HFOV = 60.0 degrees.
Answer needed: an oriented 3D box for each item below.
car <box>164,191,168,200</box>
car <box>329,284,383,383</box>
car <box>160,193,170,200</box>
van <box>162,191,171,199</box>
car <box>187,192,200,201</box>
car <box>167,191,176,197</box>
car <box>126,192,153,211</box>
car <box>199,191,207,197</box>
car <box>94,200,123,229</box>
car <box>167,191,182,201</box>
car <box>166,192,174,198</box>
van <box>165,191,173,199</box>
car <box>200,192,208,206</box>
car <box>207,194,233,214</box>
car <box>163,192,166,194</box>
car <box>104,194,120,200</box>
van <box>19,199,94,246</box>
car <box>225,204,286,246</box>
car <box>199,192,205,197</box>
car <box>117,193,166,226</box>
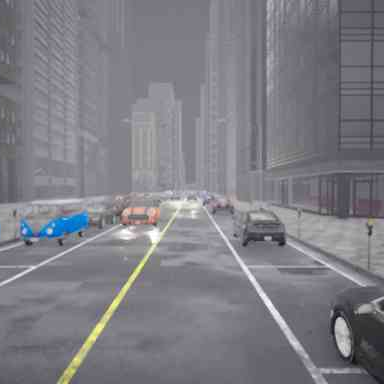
[{"bbox_3d":[-5.756,1.006,65.037,2.008,1.369,4.403,0,0,0],"label":"car"},{"bbox_3d":[2.761,1.523,2.997,2.008,1.369,4.403,0,1,0],"label":"car"},{"bbox_3d":[-5.755,0.936,70.508,1.752,1.417,4.829,0,0,0],"label":"car"},{"bbox_3d":[-5.755,0.703,76.316,1.690,1.788,3.998,0,0,0],"label":"van"},{"bbox_3d":[0.009,1.075,62.787,1.895,1.301,4.718,0,0,0],"label":"car"},{"bbox_3d":[-5.753,0.538,93.239,2.192,1.841,5.009,0,0,0],"label":"car"},{"bbox_3d":[-5.761,1.002,36.832,2.192,1.841,5.009,0,0,0],"label":"car"},{"bbox_3d":[2.768,1.047,59.400,1.887,1.381,4.507,0,0,0],"label":"car"},{"bbox_3d":[-5.762,1.378,19.913,2.008,1.369,4.403,0,0,0],"label":"car"},{"bbox_3d":[-3.023,0.981,62.320,1.837,1.490,4.892,0,1,1],"label":"car"},{"bbox_3d":[-5.753,0.709,87.598,1.967,1.590,4.097,0,0,0],"label":"car"},{"bbox_3d":[-5.754,0.657,81.957,1.690,1.788,3.998,0,0,0],"label":"van"},{"bbox_3d":[2.358,1.147,44.864,1.812,1.442,4.674,0,0,0],"label":"car"},{"bbox_3d":[2.764,1.174,31.197,1.967,1.590,4.097,0,0,0],"label":"car"},{"bbox_3d":[-5.757,1.114,53.756,1.947,1.339,4.313,0,0,0],"label":"car"},{"bbox_3d":[-5.762,1.095,25.551,2.192,1.841,5.009,0,0,0],"label":"car"},{"bbox_3d":[-5.764,1.216,14.271,1.690,1.788,3.998,0,0,0],"label":"van"},{"bbox_3d":[2.762,1.426,14.278,2.008,1.369,4.403,0,0,0],"label":"car"},{"bbox_3d":[2.773,0.805,93.243,1.802,1.307,4.206,0,0,0],"label":"car"},{"bbox_3d":[-3.095,1.167,21.361,2.097,1.767,4.553,0,0,0],"label":"car"}]
